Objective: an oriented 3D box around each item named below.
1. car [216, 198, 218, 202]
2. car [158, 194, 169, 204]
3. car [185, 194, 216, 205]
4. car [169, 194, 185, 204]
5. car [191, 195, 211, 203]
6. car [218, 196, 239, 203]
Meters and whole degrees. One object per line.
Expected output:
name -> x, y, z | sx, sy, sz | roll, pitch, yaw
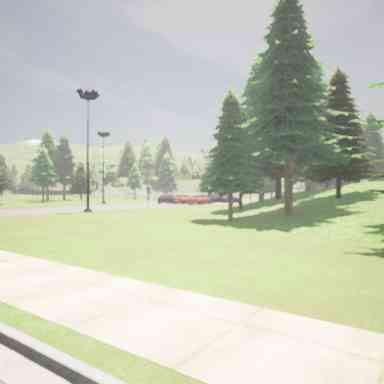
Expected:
car -> 4.381, 1.192, 65.143 | 2.097, 1.767, 4.553 | 0, 0, 36
car -> -4.030, 1.175, 59.421 | 2.097, 1.767, 4.553 | 0, 0, 37
car -> 1.432, 1.208, 55.110 | 2.097, 1.767, 4.553 | 0, 0, 37
car -> -1.269, 1.191, 57.346 | 2.097, 1.767, 4.553 | 0, 0, 37
car -> 1.867, 1.387, 67.615 | 1.994, 1.385, 4.181 | 0, 0, 36
car -> 7.466, 1.420, 63.434 | 1.994, 1.385, 4.181 | 0, 0, 36
